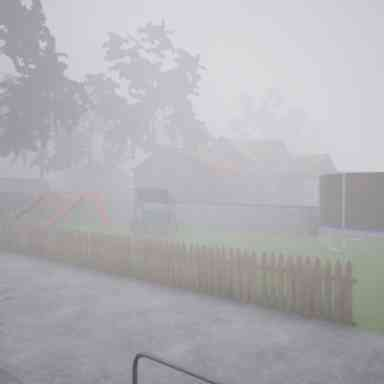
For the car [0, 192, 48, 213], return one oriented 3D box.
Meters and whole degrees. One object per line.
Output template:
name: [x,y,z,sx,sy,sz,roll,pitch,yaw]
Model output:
car: [-16.827,1.030,33.199,2.150,2.045,5.566,0,1,35]
